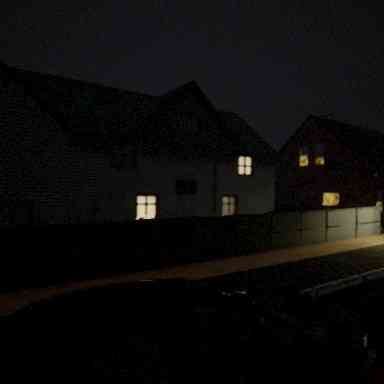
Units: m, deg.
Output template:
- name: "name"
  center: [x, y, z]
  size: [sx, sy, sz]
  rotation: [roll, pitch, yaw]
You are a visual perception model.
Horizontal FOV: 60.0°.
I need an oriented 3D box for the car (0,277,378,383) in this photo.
- name: "car"
  center: [-0.607, 1.546, 2.633]
  size: [5.357, 1.411, 2.033]
  rotation: [0, 0, -36]
